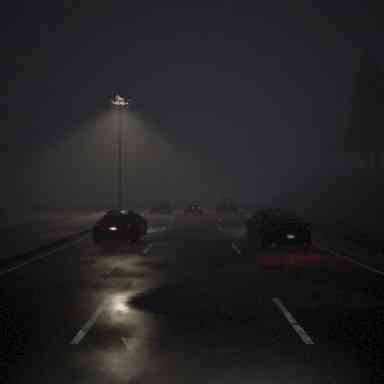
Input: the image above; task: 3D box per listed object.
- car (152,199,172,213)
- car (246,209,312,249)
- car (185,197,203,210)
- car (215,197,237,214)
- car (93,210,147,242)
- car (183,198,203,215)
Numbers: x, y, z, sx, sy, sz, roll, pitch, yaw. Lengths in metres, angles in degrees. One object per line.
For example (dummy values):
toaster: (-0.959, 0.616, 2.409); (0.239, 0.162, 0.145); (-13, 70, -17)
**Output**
car: (-3.367, 1.478, 37.414); (1.882, 1.535, 5.008); (0, 0, 1)
car: (3.600, 1.478, 14.599); (1.882, 1.535, 5.008); (0, 0, 0)
car: (0.319, 1.492, 43.831); (2.128, 1.511, 4.902); (0, 0, 2)
car: (3.610, 1.355, 35.729); (2.097, 1.767, 4.553); (0, 0, 1)
car: (-3.400, 1.564, 16.360); (1.994, 1.385, 4.181); (0, 0, 0)
car: (0.103, 1.548, 34.047); (2.033, 1.411, 5.357); (0, 0, 0)
